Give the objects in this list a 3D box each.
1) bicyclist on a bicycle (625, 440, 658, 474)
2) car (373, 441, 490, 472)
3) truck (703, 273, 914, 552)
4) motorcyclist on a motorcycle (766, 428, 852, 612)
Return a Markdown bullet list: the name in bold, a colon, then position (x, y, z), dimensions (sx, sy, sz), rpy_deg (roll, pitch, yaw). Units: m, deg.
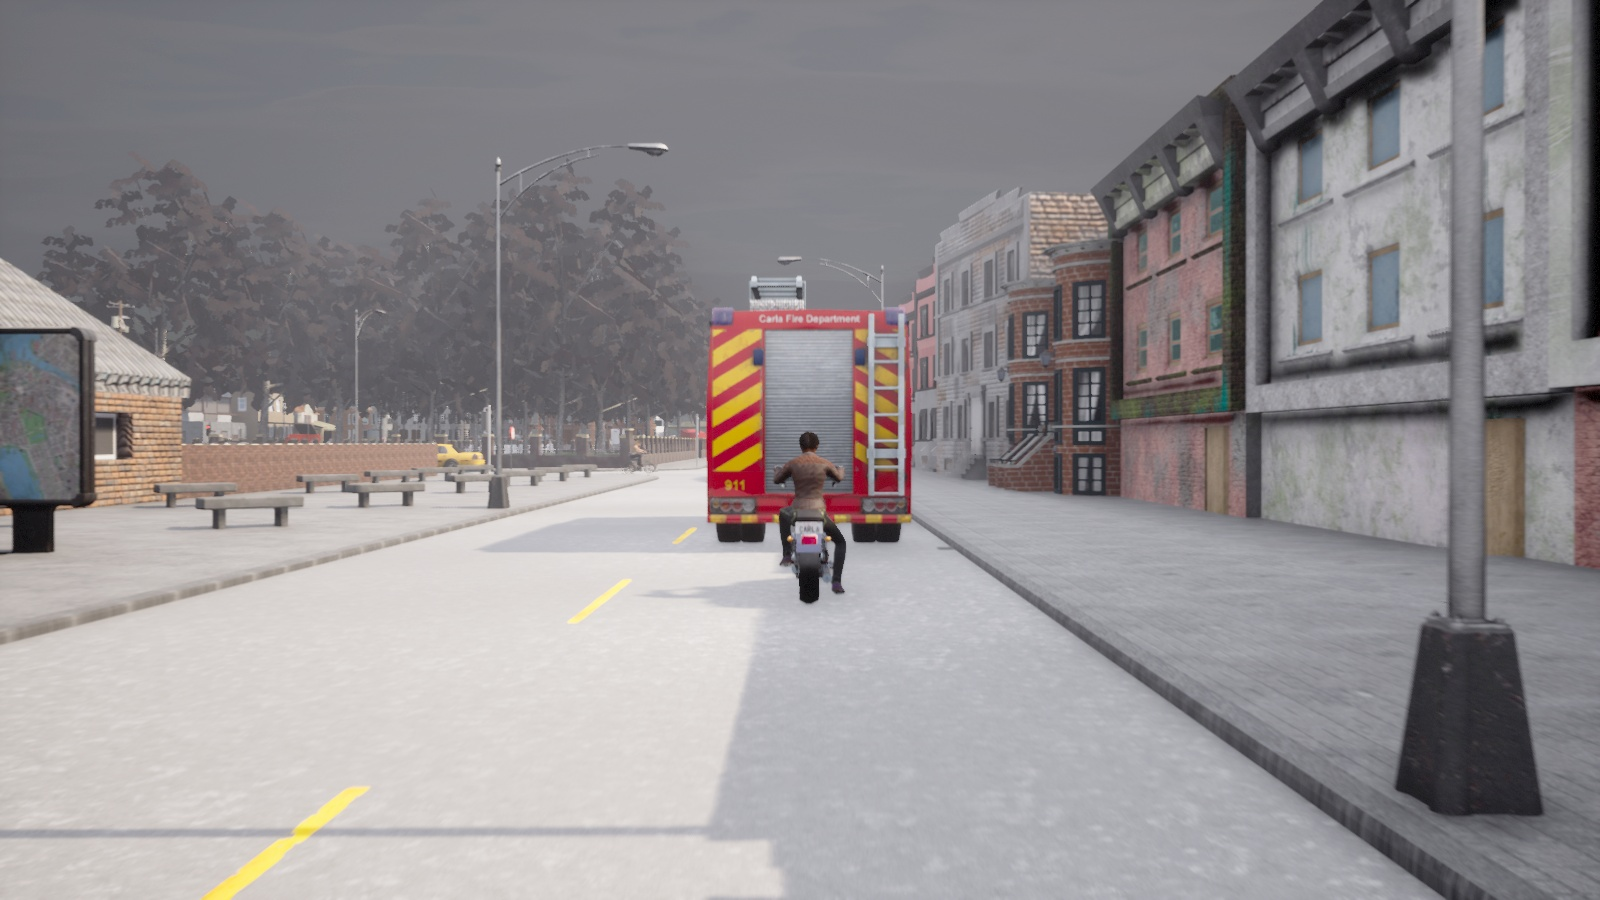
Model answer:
- **bicyclist on a bicycle**: position (-7.511, 0.342, 59.445), dimensions (1.509, 1.612, 0.866), rpy_deg (0, -1, -12)
- **car**: position (-18.534, 0.314, 63.300), dimensions (5.366, 1.575, 1.801), rpy_deg (0, 0, -2)
- **truck**: position (0.142, -0.539, 21.434), dimensions (2.891, 3.827, 8.468), rpy_deg (0, 0, 0)
- **motorcyclist on a motorcycle**: position (0.088, 0.627, 12.435), dimensions (0.766, 1.649, 2.350), rpy_deg (0, 0, 0)
